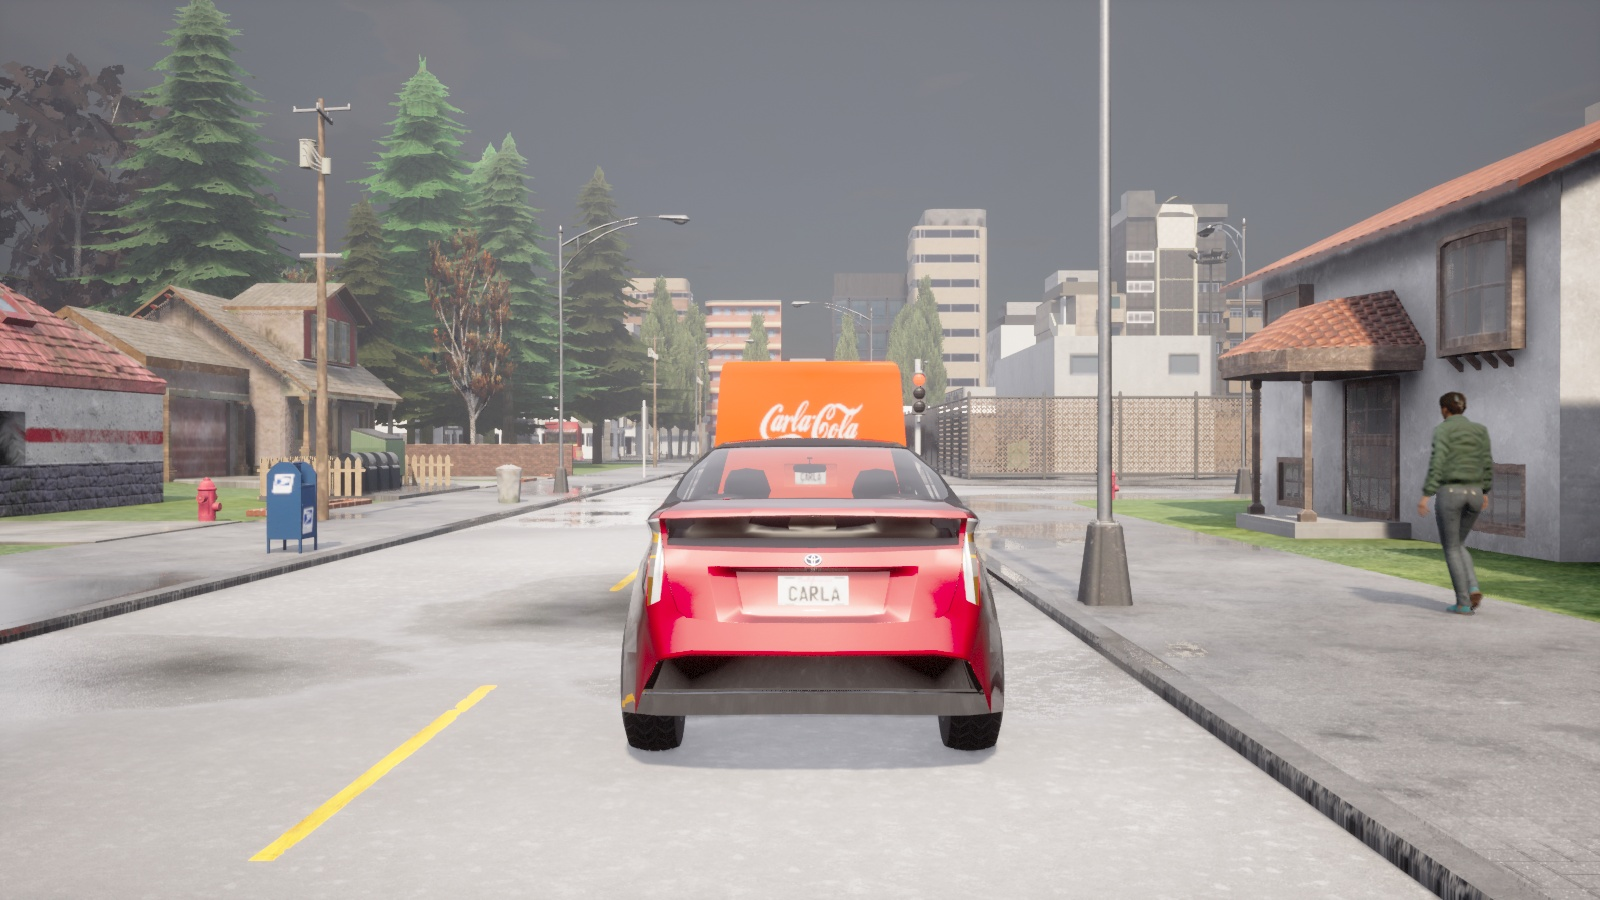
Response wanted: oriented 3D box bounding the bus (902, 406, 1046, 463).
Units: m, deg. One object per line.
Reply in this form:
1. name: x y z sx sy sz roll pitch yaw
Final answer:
1. bus: 12.958 -1.152 94.425 10.273 4.253 3.944 0 0 0

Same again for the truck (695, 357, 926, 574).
1. truck: 0.118 0.164 16.898 2.627 2.467 5.204 0 0 0

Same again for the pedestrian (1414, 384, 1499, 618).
1. pedestrian: 5.331 0.403 10.218 0.353 1.847 0.614 0 0 -2

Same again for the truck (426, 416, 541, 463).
1. truck: -23.756 -0.788 94.488 7.936 3.462 2.891 0 0 2

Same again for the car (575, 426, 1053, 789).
1. car: 0.061 0.651 7.533 2.007 1.525 4.514 0 0 0
